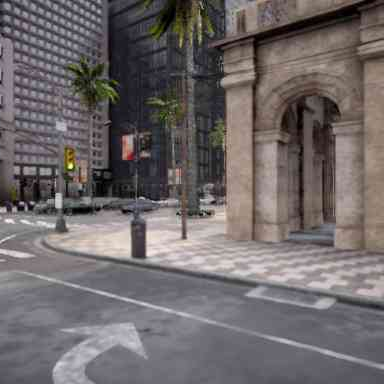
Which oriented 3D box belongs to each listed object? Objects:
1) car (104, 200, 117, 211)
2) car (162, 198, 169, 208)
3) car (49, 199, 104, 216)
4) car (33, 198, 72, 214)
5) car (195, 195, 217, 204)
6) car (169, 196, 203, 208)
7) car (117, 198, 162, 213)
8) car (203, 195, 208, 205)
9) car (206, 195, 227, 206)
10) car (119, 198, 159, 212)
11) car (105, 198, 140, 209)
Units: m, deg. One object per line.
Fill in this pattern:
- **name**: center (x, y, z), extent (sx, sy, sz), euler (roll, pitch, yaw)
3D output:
- **car**: center (-9.378, 1.658, 44.090), extent (2.033, 1.411, 5.357), euler (0, 0, 36)
- **car**: center (-3.677, 1.637, 52.007), extent (1.812, 1.442, 4.674), euler (0, 0, 35)
- **car**: center (-11.890, 1.700, 34.586), extent (1.895, 1.301, 4.718), euler (0, 0, 36)
- **car**: center (-14.900, 1.463, 36.398), extent (2.097, 1.767, 4.553), euler (0, 0, 36)
- **car**: center (2.786, 1.476, 66.209), extent (2.185, 1.767, 4.553), euler (0, 0, 35)
- **car**: center (-0.853, 1.625, 49.941), extent (1.812, 1.442, 4.674), euler (0, 0, 36)
- **car**: center (-5.785, 1.651, 36.743), extent (1.994, 1.385, 4.181), euler (0, 0, 36)
- **car**: center (2.359, 1.637, 60.361), extent (1.812, 1.442, 4.674), euler (0, 0, 36)
- **car**: center (5.140, 1.647, 58.230), extent (2.033, 1.411, 5.357), euler (0, 0, 36)
- **car**: center (-6.601, 1.591, 41.952), extent (2.128, 1.511, 4.902), euler (0, 0, 36)
- **car**: center (-10.062, 1.634, 48.435), extent (2.161, 1.482, 4.786), euler (0, 0, 35)
